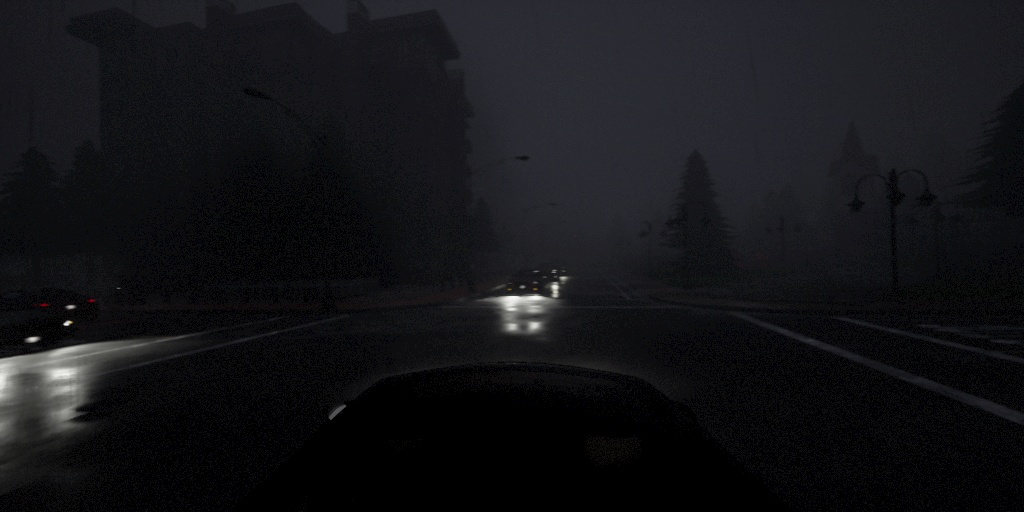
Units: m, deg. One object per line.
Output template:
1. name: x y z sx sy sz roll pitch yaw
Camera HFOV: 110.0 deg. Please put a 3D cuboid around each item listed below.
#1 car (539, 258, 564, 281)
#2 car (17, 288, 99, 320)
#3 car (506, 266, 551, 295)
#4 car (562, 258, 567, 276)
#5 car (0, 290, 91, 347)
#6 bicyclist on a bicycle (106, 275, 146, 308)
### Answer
1. car: 3.260 1.349 32.604 2.097 1.767 4.553 -2 -1 12
2. car: -18.872 1.989 14.143 4.181 1.385 1.994 -2 -1 11
3. car: 0.959 1.502 21.423 1.994 1.385 4.181 -2 -1 12
4. car: 5.486 1.277 43.325 2.150 2.045 5.566 -2 -1 12
5. car: -14.759 1.807 9.597 5.357 1.411 2.033 -2 -1 11
6. bicyclist on a bicycle: -19.508 1.788 18.153 0.582 1.620 1.656 -2 0 11
